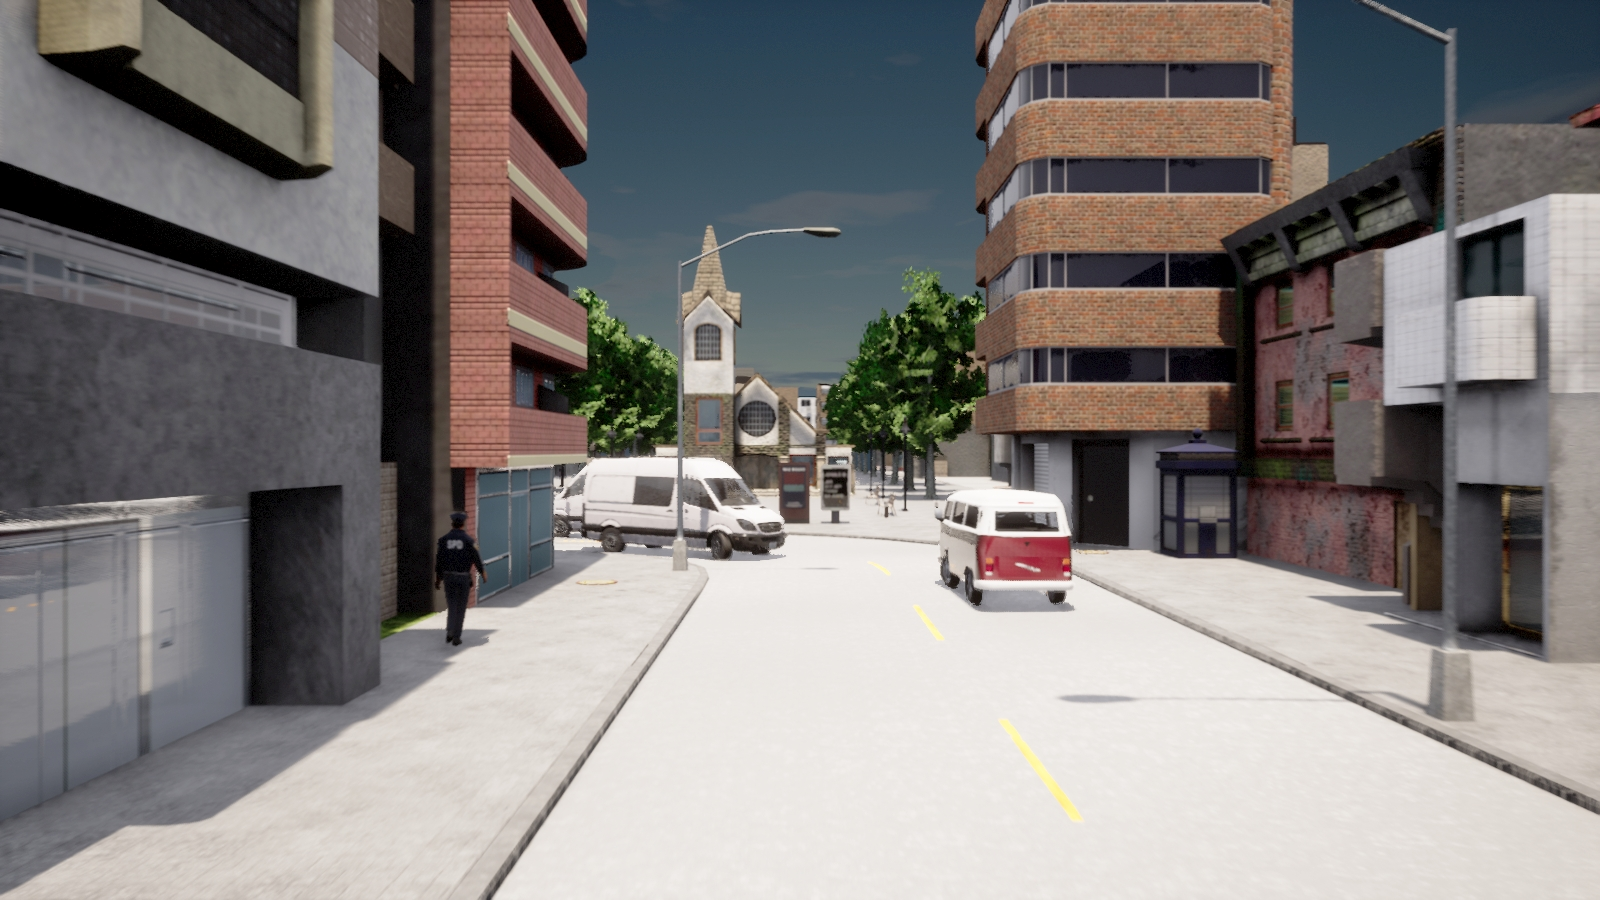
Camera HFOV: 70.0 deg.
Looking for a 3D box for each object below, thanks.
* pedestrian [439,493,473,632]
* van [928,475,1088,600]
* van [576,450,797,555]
[{"bbox_3d":[-4.686,1.519,15.565,0.375,1.860,0.375,0,0,-4],"label":"pedestrian"},{"bbox_3d":[3.845,1.558,21.951,2.069,2.038,4.480,1,0,-2],"label":"van"},{"bbox_3d":[-3.110,1.309,30.507,5.915,2.561,1.988,0,-1,34],"label":"van"}]
